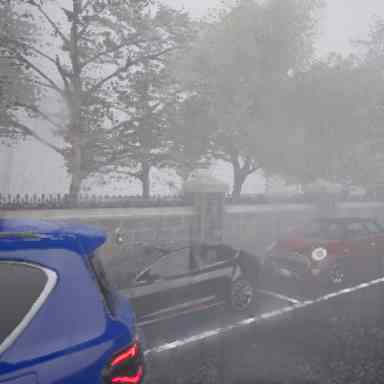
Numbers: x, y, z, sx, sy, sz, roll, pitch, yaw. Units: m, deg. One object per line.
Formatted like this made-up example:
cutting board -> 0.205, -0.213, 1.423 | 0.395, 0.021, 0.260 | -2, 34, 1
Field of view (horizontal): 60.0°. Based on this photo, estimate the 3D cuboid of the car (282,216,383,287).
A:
car -> 3.932, 1.460, 9.366 | 4.097, 1.590, 1.967 | 0, 0, -36

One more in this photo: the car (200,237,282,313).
car -> -0.576, 1.573, 6.148 | 4.313, 1.339, 1.947 | 0, 0, -36

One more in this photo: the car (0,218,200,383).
car -> -2.859, 1.218, 1.338 | 5.566, 2.045, 2.150 | 0, 0, -36
